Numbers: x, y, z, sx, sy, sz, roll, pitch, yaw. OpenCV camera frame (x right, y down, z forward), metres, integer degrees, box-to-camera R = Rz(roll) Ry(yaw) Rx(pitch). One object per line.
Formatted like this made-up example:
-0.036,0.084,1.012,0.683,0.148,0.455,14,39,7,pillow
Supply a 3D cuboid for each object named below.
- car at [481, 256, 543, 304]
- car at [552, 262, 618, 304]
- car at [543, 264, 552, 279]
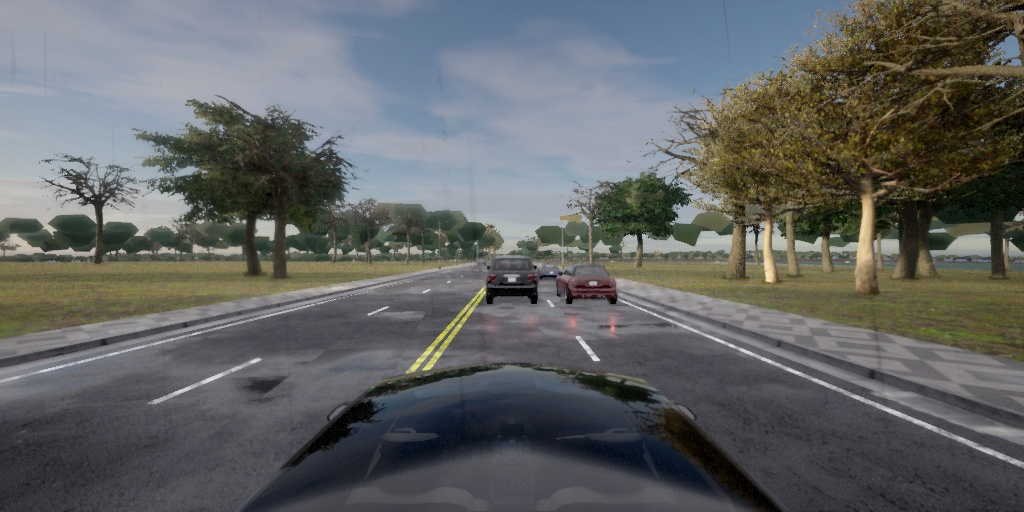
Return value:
0.000,1.013,16.531,2.150,2.045,5.566,0,0,0,car
3.250,1.121,16.471,2.097,1.767,4.553,0,0,0,car
3.250,1.343,31.501,1.994,1.385,4.181,0,0,0,car
